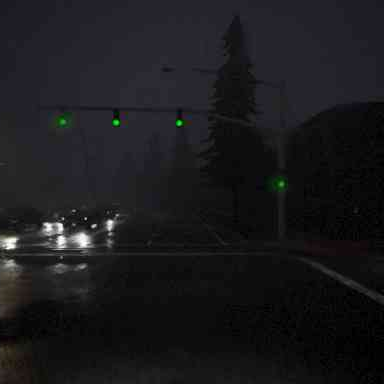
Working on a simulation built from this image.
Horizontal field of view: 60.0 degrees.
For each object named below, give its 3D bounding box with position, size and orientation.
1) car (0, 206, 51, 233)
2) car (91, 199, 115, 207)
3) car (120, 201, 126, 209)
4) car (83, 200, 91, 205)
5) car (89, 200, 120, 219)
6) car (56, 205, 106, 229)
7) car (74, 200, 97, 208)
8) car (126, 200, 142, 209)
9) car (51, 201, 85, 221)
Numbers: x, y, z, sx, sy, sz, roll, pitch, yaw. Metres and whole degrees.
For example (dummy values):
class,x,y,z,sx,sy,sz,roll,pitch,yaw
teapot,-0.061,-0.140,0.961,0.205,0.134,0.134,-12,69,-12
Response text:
class,x,y,z,sx,sy,sz,roll,pitch,yaw
car,-11.147,1.676,21.362,1.882,1.535,5.008,0,-1,-3
car,-17.258,2.133,64.653,4.902,1.511,2.128,0,-1,41
car,-13.173,2.053,54.781,1.837,1.490,4.892,1,-1,-37
car,-13.957,1.887,40.594,2.128,1.511,4.902,0,-1,-21
car,-8.521,1.832,32.795,1.837,1.490,4.892,0,-1,-8
car,-7.742,1.834,23.717,1.895,1.301,4.718,0,-1,-3
car,-19.999,2.214,62.407,4.718,1.301,1.895,0,-1,41
car,-10.404,2.070,56.918,2.128,1.511,4.902,1,-1,-37
car,-11.781,1.788,30.716,2.128,1.511,4.902,0,-1,-6
